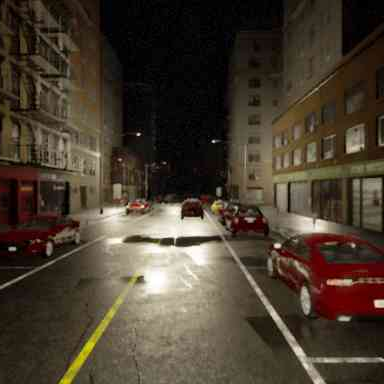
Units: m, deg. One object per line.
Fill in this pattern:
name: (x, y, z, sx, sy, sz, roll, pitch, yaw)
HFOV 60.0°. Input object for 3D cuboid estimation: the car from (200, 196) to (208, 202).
car: (2.940, 1.659, 84.013, 1.752, 1.417, 4.829, -1, 0, 0)

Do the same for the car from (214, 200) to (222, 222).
car: (2.872, 1.453, 23.722, 1.967, 1.590, 4.097, -1, 0, 0)

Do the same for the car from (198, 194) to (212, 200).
car: (2.916, 1.413, 67.086, 2.192, 1.841, 5.009, -1, 0, 0)

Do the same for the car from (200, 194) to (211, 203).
car: (2.923, 1.425, 72.672, 2.192, 1.841, 5.009, -1, 0, 0)

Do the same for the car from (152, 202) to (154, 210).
car: (-5.634, 1.603, 40.221, 1.947, 1.339, 4.313, -1, 0, 0)

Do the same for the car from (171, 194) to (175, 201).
car: (-5.596, 1.647, 78.096, 1.752, 1.417, 4.829, -1, 0, 0)

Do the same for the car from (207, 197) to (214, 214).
car: (2.885, 1.553, 34.887, 1.752, 1.417, 4.829, -1, 0, 0)

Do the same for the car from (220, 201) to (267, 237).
car: (2.867, 1.449, 18.225, 1.967, 1.590, 4.097, -1, 0, 0)

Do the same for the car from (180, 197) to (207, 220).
car: (0.030, 1.497, 28.423, 1.882, 1.535, 5.008, 0, 0, 0)

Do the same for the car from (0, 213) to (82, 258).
car: (-5.663, 1.550, 12.737, 1.887, 1.381, 4.507, -1, 0, 0)

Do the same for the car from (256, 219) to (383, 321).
car: (2.857, 1.546, 7.232, 1.887, 1.381, 4.507, -1, 0, 0)

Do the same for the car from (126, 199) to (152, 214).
car: (-5.641, 1.468, 34.725, 1.967, 1.590, 4.097, -1, 0, 0)

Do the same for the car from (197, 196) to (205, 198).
car: (0.040, 1.526, 38.771, 2.128, 1.511, 4.902, 0, 0, 0)

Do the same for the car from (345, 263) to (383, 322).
car: (2.851, 1.551, 1.735, 2.008, 1.369, 4.403, -1, 0, 0)

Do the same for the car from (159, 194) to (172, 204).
car: (-5.607, 1.664, 67.094, 1.947, 1.339, 4.313, -1, 0, 0)
